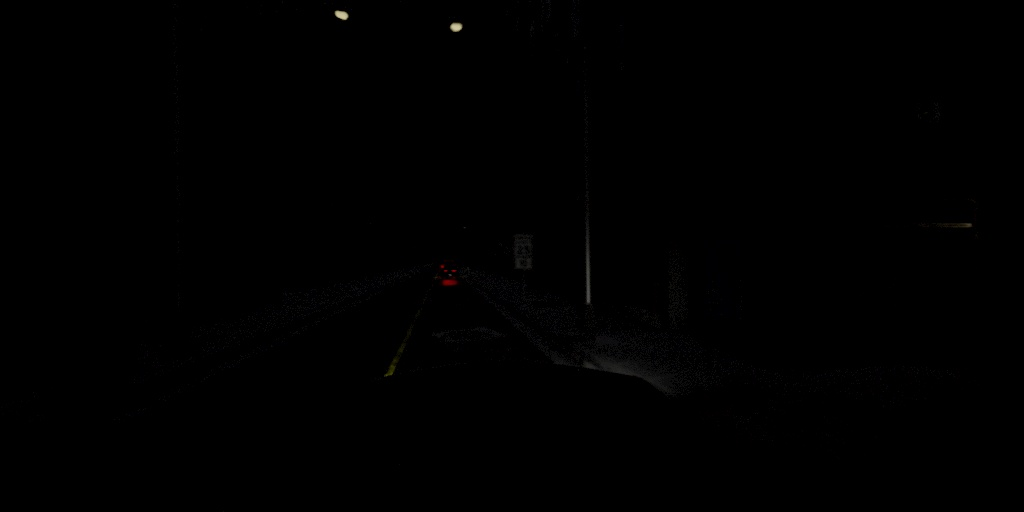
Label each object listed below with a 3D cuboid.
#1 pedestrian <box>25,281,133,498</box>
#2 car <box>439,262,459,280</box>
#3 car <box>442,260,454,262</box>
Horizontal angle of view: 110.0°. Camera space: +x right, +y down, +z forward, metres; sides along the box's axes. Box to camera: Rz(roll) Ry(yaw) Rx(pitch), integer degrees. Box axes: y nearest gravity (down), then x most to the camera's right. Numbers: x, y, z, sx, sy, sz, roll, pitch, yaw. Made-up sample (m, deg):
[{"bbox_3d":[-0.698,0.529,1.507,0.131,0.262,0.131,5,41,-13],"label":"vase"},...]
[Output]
[{"bbox_3d":[-3.565,1.106,2.976,0.375,1.860,0.375,-1,0,-11],"label":"pedestrian"},{"bbox_3d":[-6.767,1.741,39.027,1.837,1.490,4.892,-1,-1,-10],"label":"car"},{"bbox_3d":[-8.701,1.581,48.923,2.150,2.045,5.566,-1,-1,-11],"label":"car"}]
